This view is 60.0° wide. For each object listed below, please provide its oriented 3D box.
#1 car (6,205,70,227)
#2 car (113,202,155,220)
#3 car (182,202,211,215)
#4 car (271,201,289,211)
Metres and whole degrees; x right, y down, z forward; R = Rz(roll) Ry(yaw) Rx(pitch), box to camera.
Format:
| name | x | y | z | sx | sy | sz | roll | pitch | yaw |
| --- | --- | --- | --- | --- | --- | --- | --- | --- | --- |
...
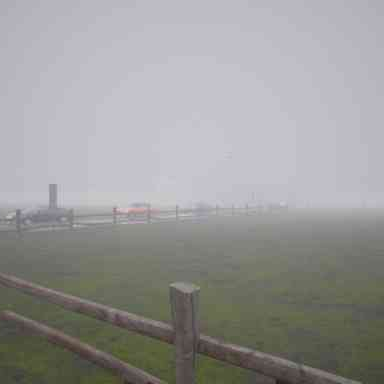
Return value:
| name | x | y | z | sx | sy | sz | roll | pitch | yaw |
| --- | --- | --- | --- | --- | --- | --- | --- | --- | --- |
| car | -11.727 | 1.794 | 25.885 | 2.128 | 1.511 | 4.902 | -1 | -1 | 36 |
| car | -5.911 | 1.835 | 34.085 | 2.097 | 1.767 | 4.553 | -1 | -1 | 35 |
| car | 0.623 | 2.038 | 43.301 | 2.097 | 1.767 | 4.553 | -1 | -1 | 35 |
| car | 15.557 | 2.406 | 59.338 | 2.097 | 1.767 | 4.553 | -1 | -1 | 37 |
